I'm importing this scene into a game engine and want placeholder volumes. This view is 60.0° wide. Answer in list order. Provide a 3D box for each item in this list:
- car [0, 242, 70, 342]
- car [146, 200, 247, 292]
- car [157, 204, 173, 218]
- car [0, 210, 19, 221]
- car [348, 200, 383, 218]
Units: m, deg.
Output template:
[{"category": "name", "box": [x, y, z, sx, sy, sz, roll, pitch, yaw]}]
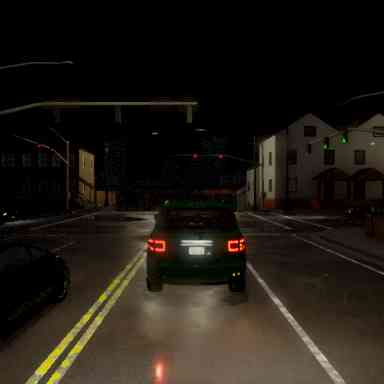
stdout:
[{"category": "car", "box": [-3.602, 1.564, 5.460, 1.994, 1.385, 4.181, 0, 0, 0]}, {"category": "car", "box": [0.090, 1.221, 9.070, 2.150, 2.045, 5.566, 0, 0, 0]}, {"category": "car", "box": [-3.594, 2.597, 45.340, 1.812, 1.442, 4.674, 0, -9, 0]}, {"category": "car", "box": [-16.426, 1.752, 25.599, 5.357, 1.411, 2.033, -5, 0, -1]}, {"category": "car", "box": [16.562, 1.491, 29.798, 4.902, 1.511, 2.128, 0, 0, -1]}]
